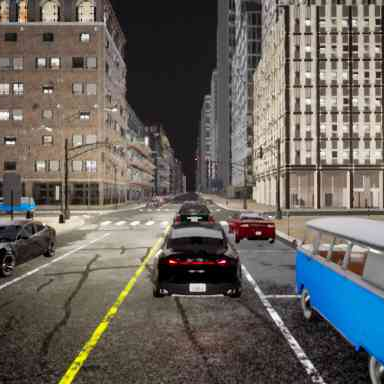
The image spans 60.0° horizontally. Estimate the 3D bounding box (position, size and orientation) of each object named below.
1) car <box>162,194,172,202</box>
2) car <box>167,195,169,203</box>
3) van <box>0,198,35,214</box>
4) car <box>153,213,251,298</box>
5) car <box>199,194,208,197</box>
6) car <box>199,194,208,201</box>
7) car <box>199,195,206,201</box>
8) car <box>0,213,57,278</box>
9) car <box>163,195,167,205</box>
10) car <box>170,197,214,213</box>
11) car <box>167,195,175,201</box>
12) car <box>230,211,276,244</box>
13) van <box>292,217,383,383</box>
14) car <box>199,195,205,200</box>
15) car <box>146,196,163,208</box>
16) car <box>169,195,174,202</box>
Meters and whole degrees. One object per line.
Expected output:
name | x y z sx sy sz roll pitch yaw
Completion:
car | -5.612 1.399 76.495 1.967 1.590 4.097 1 0 0
car | -5.629 1.559 59.541 1.802 1.307 4.206 1 0 0
van | -19.704 1.524 37.120 3.998 1.788 1.690 0 0 1
car | 0.108 1.505 8.515 1.837 1.490 4.892 0 0 0
car | 2.752 1.528 59.532 2.008 1.369 4.403 1 0 0
car | 2.773 1.393 82.139 1.967 1.590 4.097 1 0 0
car | 2.777 1.471 87.960 1.752 1.417 4.829 1 0 0
car | -5.673 1.566 10.222 1.947 1.339 4.313 1 0 0
car | -5.632 1.424 53.890 1.967 1.590 4.097 1 0 0
car | 0.086 1.352 17.608 2.097 1.767 4.553 0 0 -1
car | -5.604 1.471 87.629 1.752 1.417 4.829 1 0 0
car | 2.713 1.545 15.786 1.887 1.381 4.507 1 0 0
van | 2.705 1.342 4.632 1.690 1.788 3.998 1 0 0
car | 2.781 1.520 93.441 1.802 1.307 4.206 1 0 0
car | -5.639 1.571 48.237 1.802 1.307 4.206 1 0 0
car | -5.619 1.516 70.843 2.008 1.369 4.403 1 0 0
